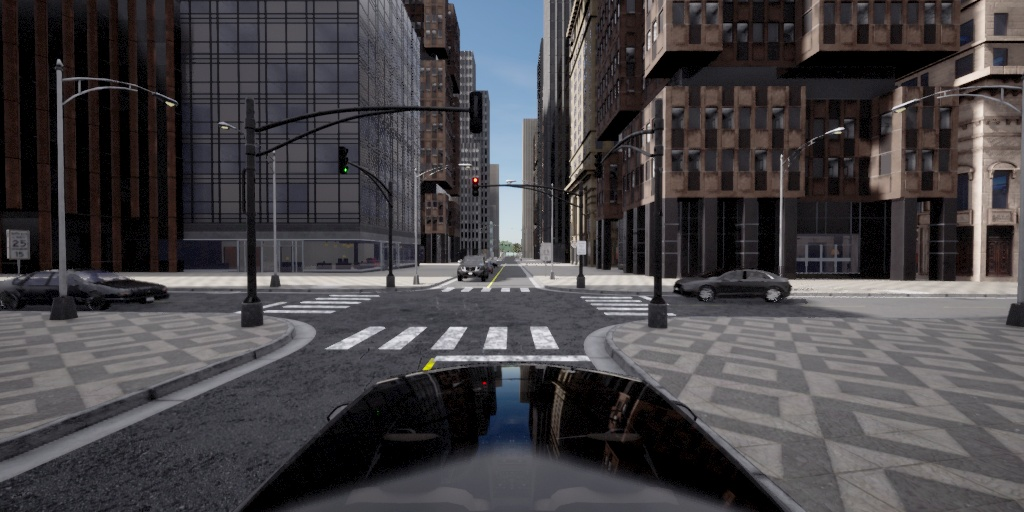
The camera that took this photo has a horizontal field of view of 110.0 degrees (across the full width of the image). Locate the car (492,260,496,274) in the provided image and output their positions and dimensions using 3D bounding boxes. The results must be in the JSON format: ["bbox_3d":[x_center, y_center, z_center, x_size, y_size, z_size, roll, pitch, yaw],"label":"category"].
[{"bbox_3d":[-3.112,1.291,39.965,1.994,1.385,4.181,0,0,0],"label":"car"}]

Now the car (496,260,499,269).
[{"bbox_3d":[-3.081,1.309,57.055,1.895,1.301,4.718,0,0,0],"label":"car"}]

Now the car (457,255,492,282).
[{"bbox_3d":[-3.113,0.958,29.570,2.150,2.045,5.566,0,0,0],"label":"car"}]

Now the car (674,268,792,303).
[{"bbox_3d":[10.150,1.314,16.678,4.892,1.490,1.837,1,1,2],"label":"car"}]

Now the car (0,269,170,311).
[{"bbox_3d":[-16.135,1.198,13.340,5.357,1.411,2.033,0,1,0],"label":"car"}]
